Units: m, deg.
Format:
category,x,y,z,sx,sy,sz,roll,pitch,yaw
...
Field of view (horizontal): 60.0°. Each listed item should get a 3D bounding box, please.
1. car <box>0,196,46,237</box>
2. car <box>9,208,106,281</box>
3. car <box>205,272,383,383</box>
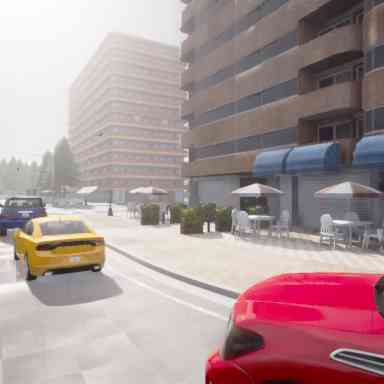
category,x,y,z,sx,sy,sz,roll,pitch,yaw
car,-9.380,1.221,18.541,2.150,2.045,5.566,0,0,-29
car,-4.196,1.478,10.117,1.882,1.535,5.008,0,0,-33
car,2.802,1.221,2.123,5.566,2.045,2.150,0,0,33
